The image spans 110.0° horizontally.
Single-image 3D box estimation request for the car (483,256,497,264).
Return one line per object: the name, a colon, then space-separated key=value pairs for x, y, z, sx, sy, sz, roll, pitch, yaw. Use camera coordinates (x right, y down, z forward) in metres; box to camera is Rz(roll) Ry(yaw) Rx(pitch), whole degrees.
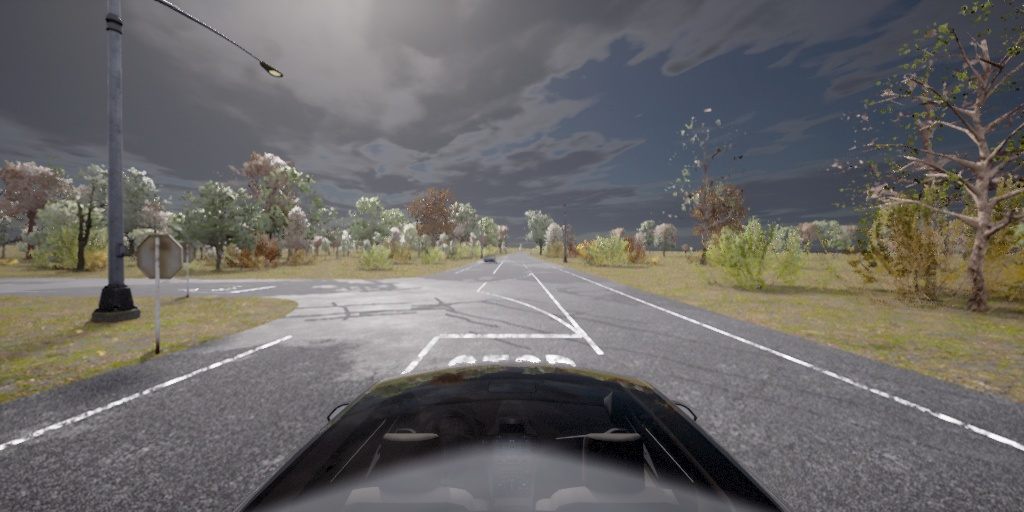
car: x=-3.445 y=0.608 z=56.423 sx=1.895 sy=1.301 sz=4.718 roll=0 pitch=1 yaw=0
